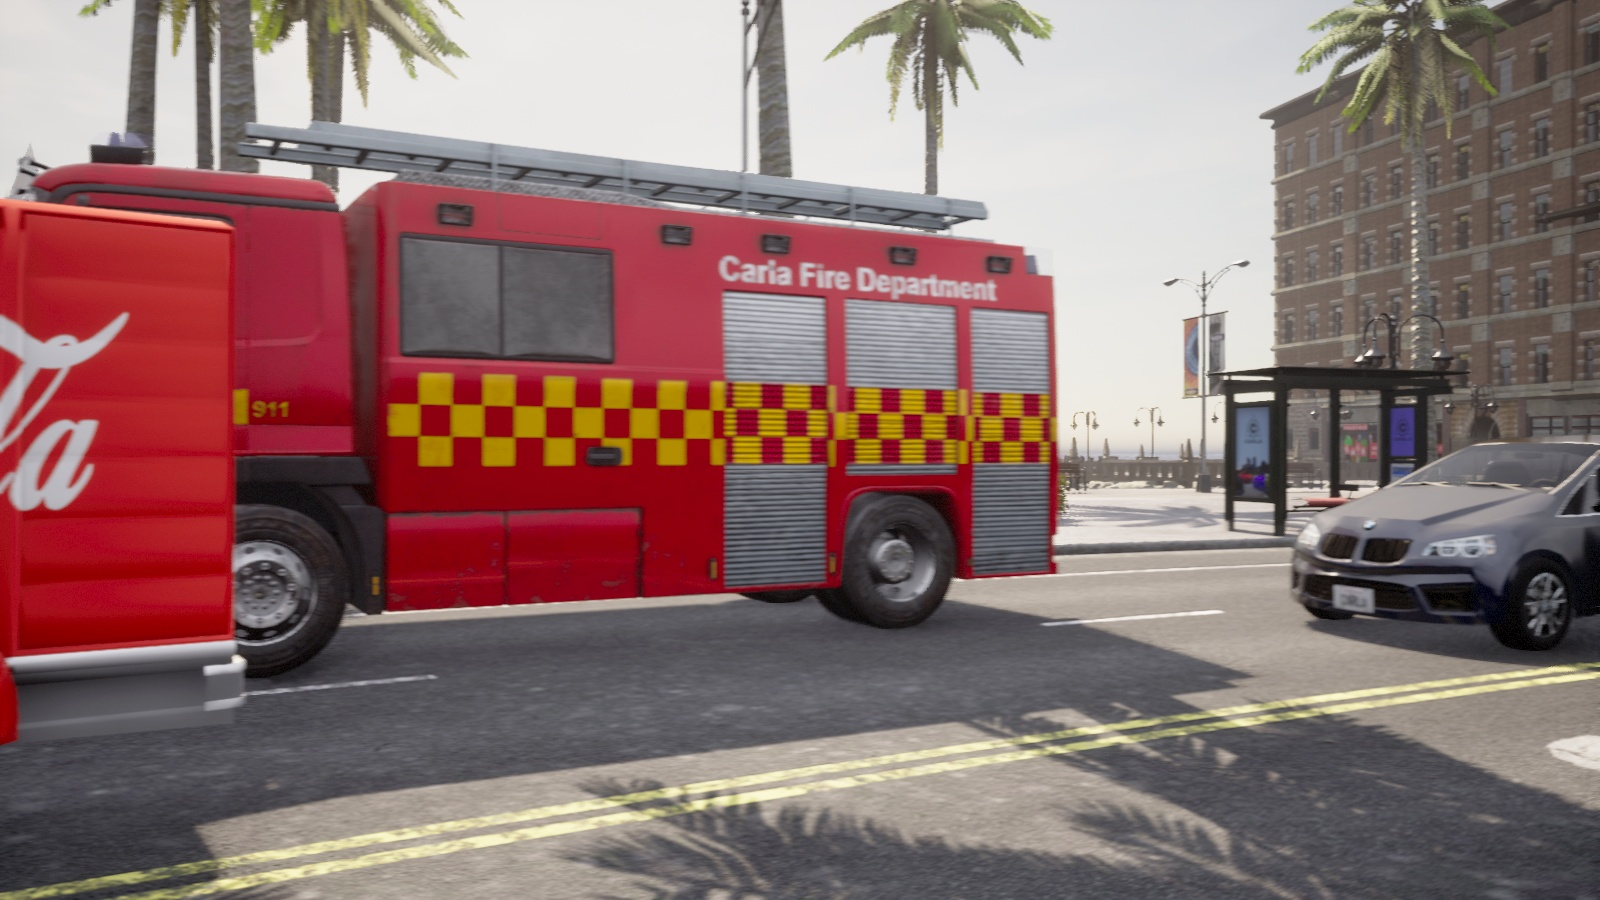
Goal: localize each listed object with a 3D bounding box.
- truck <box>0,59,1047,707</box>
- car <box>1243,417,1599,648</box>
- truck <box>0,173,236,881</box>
[{"bbox_3d":[-2.213,-0.396,10.437,8.468,3.827,2.891,0,0,-29],"label":"truck"},{"bbox_3d":[6.484,0.599,11.016,4.611,1.667,2.242,0,0,-24],"label":"car"},{"bbox_3d":[-5.049,0.275,4.436,5.204,2.467,2.627,0,0,-34],"label":"truck"}]
